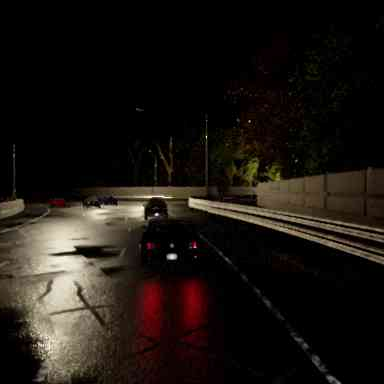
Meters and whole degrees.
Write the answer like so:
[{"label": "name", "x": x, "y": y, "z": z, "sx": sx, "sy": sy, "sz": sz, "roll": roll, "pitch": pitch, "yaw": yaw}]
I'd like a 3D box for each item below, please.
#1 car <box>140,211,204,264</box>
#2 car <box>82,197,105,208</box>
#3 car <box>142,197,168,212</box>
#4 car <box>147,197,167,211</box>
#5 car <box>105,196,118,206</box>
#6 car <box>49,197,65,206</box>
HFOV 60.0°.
[{"label": "car", "x": -0.799, "y": 1.564, "z": 11.785, "sx": 1.895, "sy": 1.301, "sz": 4.718, "roll": 0, "pitch": 0, "yaw": -6}, {"label": "car", "x": -13.751, "y": 1.444, "z": 45.333, "sx": 2.033, "sy": 1.411, "sz": 5.357, "roll": 0, "pitch": 0, "yaw": -25}, {"label": "car", "x": -3.012, "y": 1.425, "z": 27.506, "sx": 1.837, "sy": 1.490, "sz": 4.892, "roll": 0, "pitch": 1, "yaw": -8}, {"label": "car", "x": -4.047, "y": 1.388, "z": 39.143, "sx": 1.837, "sy": 1.490, "sz": 4.892, "roll": -1, "pitch": 0, "yaw": 0}, {"label": "car", "x": -12.816, "y": 1.400, "z": 51.203, "sx": 1.812, "sy": 1.442, "sz": 4.674, "roll": 0, "pitch": 0, "yaw": -27}, {"label": "car", "x": -20.775, "y": 1.465, "z": 51.148, "sx": 1.994, "sy": 1.385, "sz": 4.181, "roll": 0, "pitch": 0, "yaw": -29}]
